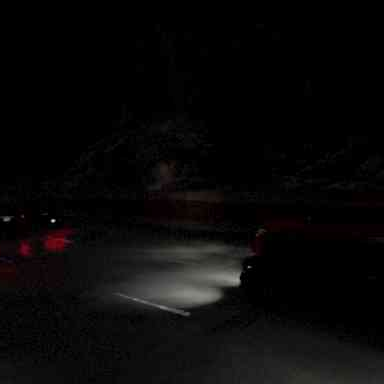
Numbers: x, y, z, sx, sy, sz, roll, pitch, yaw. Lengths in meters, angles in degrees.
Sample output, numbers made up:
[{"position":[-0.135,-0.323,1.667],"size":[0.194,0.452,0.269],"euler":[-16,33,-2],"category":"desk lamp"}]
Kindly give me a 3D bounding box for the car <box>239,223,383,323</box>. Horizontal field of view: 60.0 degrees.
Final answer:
[{"position":[3.154,1.542,6.140],"size":[4.674,1.442,1.812],"euler":[0,0,36],"category":"car"}]

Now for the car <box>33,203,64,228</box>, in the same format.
[{"position":[-10.347,1.540,22.385],"size":[4.892,1.490,1.837],"euler":[0,0,45],"category":"car"}]

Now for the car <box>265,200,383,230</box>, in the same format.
[{"position":[4.522,1.246,9.463],"size":[5.566,2.045,2.150],"euler":[0,0,36],"category":"car"}]

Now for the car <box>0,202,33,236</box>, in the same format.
[{"position":[-10.582,1.377,17.721],"size":[4.553,1.767,2.097],"euler":[0,0,43],"category":"car"}]
